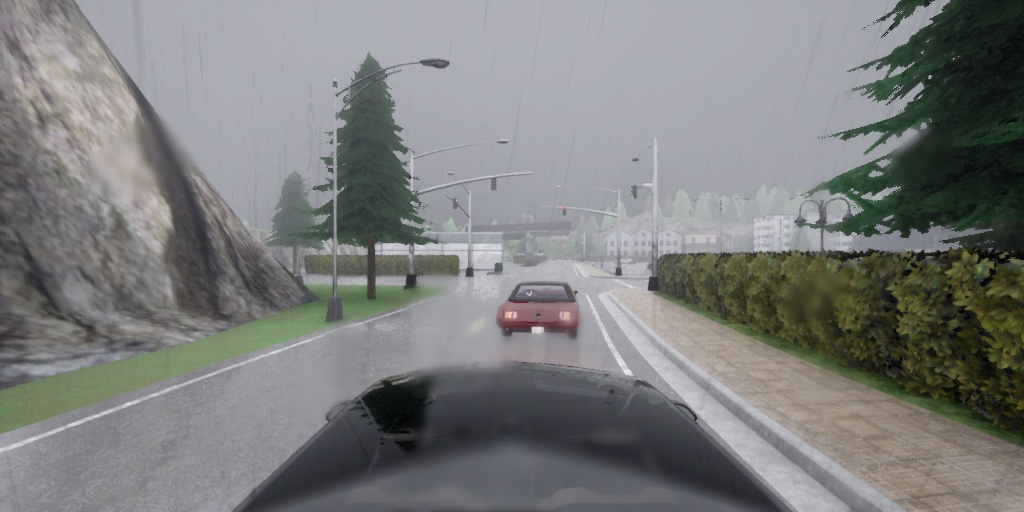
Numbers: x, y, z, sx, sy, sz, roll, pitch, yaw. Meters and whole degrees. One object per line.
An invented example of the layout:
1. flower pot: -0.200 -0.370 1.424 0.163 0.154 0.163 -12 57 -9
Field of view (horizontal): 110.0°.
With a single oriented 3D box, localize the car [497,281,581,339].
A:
1. car: 0.912 1.349 10.109 1.895 1.301 4.718 0 0 8
